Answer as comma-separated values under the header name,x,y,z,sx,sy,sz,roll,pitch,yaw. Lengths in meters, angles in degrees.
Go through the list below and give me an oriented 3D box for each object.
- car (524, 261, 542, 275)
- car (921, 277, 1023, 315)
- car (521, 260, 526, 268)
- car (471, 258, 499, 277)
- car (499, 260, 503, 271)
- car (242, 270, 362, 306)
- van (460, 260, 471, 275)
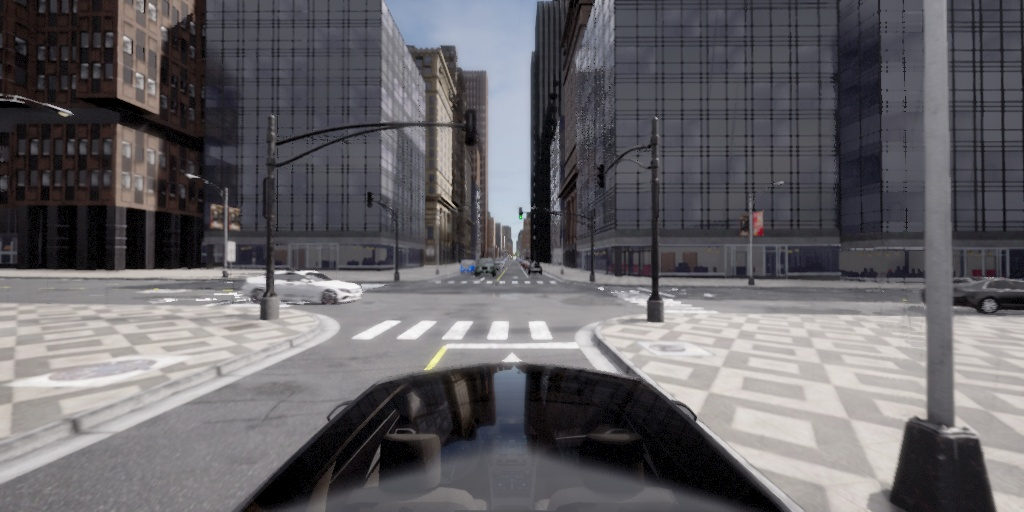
name,x,y,z,sx,sy,sz,roll,pitch,yaw
car,2.915,1.645,45.839,1.948,1.339,4.313,0,0,0
car,20.449,1.664,15.190,4.892,1.490,1.837,1,-1,0
car,3.037,1.772,62.787,1.802,1.307,4.207,0,0,0
car,-2.886,1.261,40.057,2.150,2.045,5.566,0,0,0
car,-2.773,1.737,54.434,1.895,1.301,4.718,0,0,1
car,-8.922,1.327,15.387,4.674,1.442,1.812,2,-1,0
van,-5.611,1.421,45.900,1.690,1.789,3.998,0,0,0
